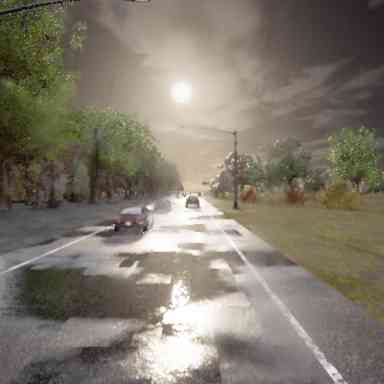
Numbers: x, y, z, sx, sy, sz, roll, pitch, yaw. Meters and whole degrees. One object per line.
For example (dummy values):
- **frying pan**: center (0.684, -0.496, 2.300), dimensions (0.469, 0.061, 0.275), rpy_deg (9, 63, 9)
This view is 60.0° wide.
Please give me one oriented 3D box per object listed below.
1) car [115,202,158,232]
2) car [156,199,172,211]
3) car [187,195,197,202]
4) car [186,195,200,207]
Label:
- **car**: center (-3.396, 1.509, 20.052), dimensions (1.812, 1.442, 4.674), rpy_deg (0, 0, 0)
- **car**: center (-3.390, 1.515, 39.368), dimensions (2.033, 1.411, 5.357), rpy_deg (0, 0, 0)
- **car**: center (0.017, 1.485, 72.802), dimensions (2.033, 1.411, 5.357), rpy_deg (0, 0, 0)
- **car**: center (0.112, 1.311, 52.058), dimensions (2.097, 1.767, 4.553), rpy_deg (0, 0, 0)
